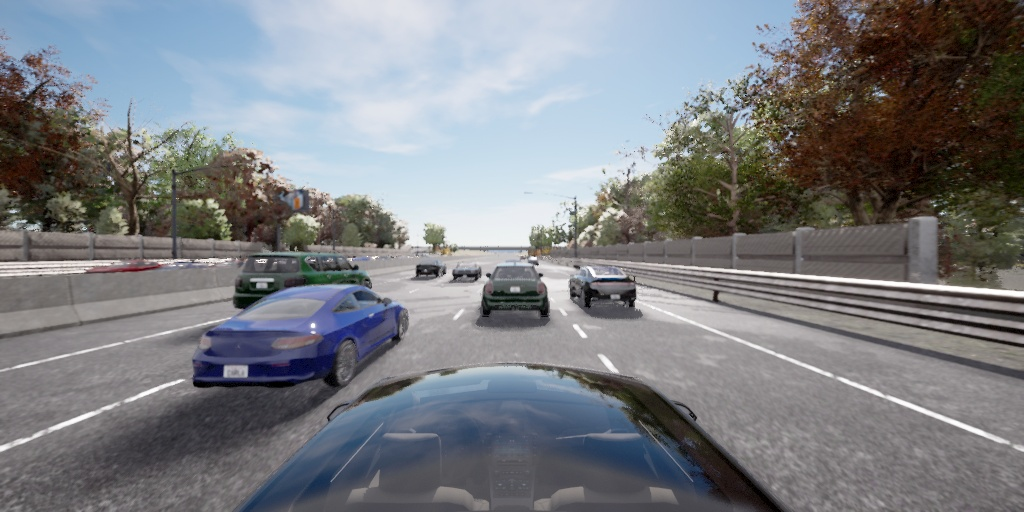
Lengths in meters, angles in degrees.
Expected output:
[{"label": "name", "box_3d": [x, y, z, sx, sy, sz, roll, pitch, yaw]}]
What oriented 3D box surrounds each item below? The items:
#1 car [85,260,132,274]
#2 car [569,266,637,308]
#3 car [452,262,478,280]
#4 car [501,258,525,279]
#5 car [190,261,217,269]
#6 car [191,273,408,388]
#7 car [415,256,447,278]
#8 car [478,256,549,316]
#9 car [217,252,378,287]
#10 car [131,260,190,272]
[{"label": "car", "box_3d": [-28.103, 1.044, 26.424, 1.882, 1.535, 5.008, 0, 0, 0]}, {"label": "car", "box_3d": [3.497, 1.145, 14.554, 2.128, 1.511, 4.902, 0, 0, 0]}, {"label": "car", "box_3d": [-3.404, 1.157, 27.997, 1.895, 1.301, 4.718, 0, 0, 0]}, {"label": "car", "box_3d": [0.093, 1.013, 30.961, 1.882, 1.535, 5.008, 0, 0, 0]}, {"label": "car", "box_3d": [-21.104, 1.039, 27.258, 1.882, 1.535, 5.008, 0, 0, 0]}, {"label": "car", "box_3d": [-3.400, 1.238, 6.714, 1.812, 1.442, 4.674, 0, 0, 0]}, {"label": "car", "box_3d": [-6.905, 1.012, 31.031, 1.882, 1.535, 5.008, 0, 0, 0]}, {"label": "car", "box_3d": [0.096, 1.018, 12.997, 2.097, 1.767, 4.553, 0, 0, 0]}, {"label": "car", "box_3d": [-6.902, 0.890, 12.572, 2.150, 2.045, 5.566, 0, 0, 0]}, {"label": "car", "box_3d": [-24.605, 1.110, 26.967, 2.033, 1.411, 5.357, 0, 0, 0]}]
